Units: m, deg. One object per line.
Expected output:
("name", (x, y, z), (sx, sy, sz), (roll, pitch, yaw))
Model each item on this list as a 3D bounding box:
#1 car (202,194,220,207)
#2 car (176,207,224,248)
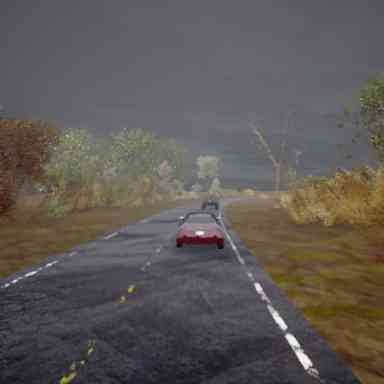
("car", (2.636, 1.270, 46.368), (2.150, 2.045, 5.566), (0, 0, 6))
("car", (0.383, 1.576, 15.013), (1.994, 1.385, 4.181), (0, 0, 2))
